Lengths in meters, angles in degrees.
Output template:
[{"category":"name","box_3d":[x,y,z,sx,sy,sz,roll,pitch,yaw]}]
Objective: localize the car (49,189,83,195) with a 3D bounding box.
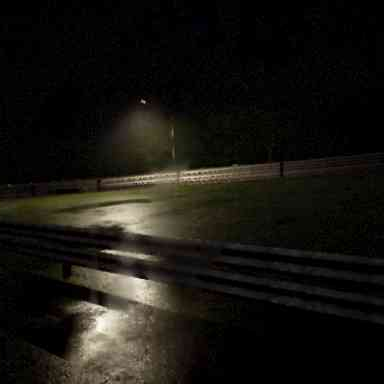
[{"category":"car","box_3d":[-17.903,-0.055,47.088,4.718,1.301,1.895,-4,-2,22]}]
